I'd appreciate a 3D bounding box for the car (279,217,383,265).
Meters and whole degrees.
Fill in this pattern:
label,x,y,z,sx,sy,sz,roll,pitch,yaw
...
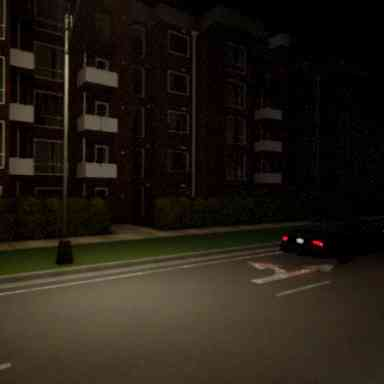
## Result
label,x,y,z,sx,sy,sz,roll,pitch,yaw
car,5.500,1.620,12.038,5.357,1.411,2.033,0,0,-35
